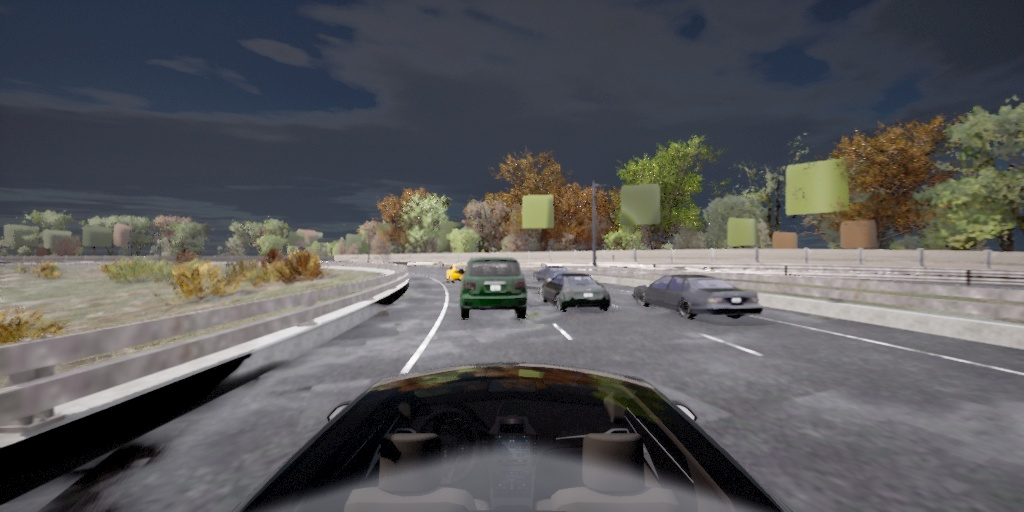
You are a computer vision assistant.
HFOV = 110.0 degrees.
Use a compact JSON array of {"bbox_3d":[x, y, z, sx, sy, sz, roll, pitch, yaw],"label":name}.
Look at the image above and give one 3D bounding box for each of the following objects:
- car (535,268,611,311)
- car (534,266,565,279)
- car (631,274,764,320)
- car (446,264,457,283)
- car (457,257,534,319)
[{"bbox_3d":[2.491,1.398,14.985,1.994,1.385,4.181,0,0,-8],"label":"car"},{"bbox_3d":[3.311,1.474,28.956,2.033,1.411,5.357,0,0,-15],"label":"car"},{"bbox_3d":[6.292,1.353,12.982,2.033,1.411,5.357,0,0,-6],"label":"car"},{"bbox_3d":[-4.441,1.442,30.525,1.882,1.535,5.008,0,0,-17],"label":"car"},{"bbox_3d":[-0.797,1.056,13.352,2.150,2.045,5.566,0,0,-7],"label":"car"}]
